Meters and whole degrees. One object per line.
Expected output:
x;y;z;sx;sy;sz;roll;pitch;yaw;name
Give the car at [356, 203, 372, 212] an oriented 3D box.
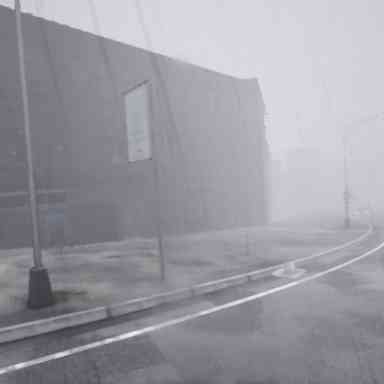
29.434;2.623;56.921;1.812;1.442;4.674;-2;-2;33;car
